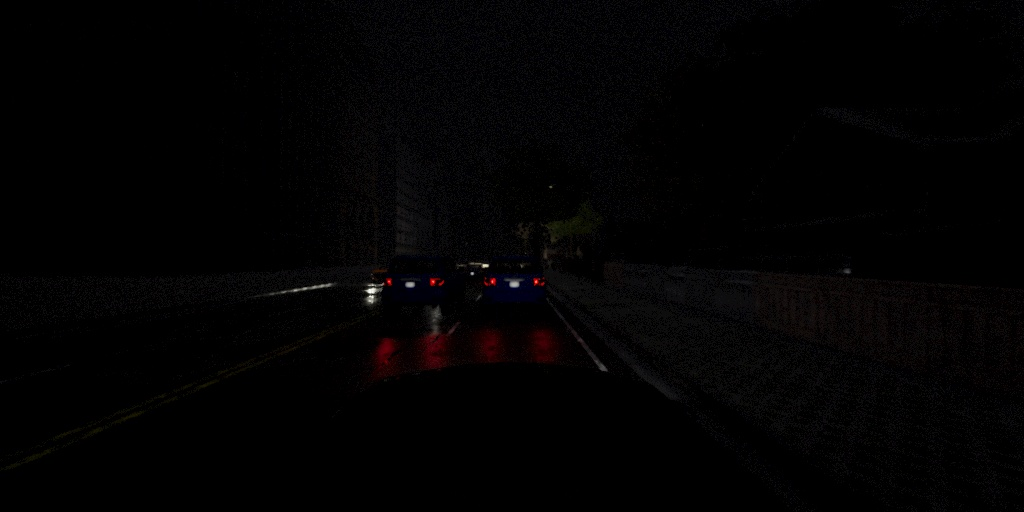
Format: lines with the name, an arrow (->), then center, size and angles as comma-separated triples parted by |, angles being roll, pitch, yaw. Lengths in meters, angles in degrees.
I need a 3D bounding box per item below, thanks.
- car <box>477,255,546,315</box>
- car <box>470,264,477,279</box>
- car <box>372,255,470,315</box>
car -> 0.087, 0.994, 13.919 | 2.150, 2.045, 5.566 | 0, 0, 0
car -> -3.156, 1.381, 30.588 | 1.994, 1.385, 4.181 | 0, 0, 0
car -> -3.164, 0.994, 13.857 | 2.150, 2.045, 5.566 | 0, 0, 0
